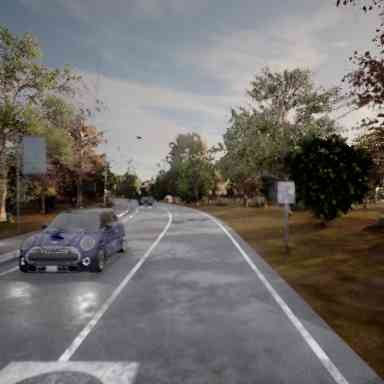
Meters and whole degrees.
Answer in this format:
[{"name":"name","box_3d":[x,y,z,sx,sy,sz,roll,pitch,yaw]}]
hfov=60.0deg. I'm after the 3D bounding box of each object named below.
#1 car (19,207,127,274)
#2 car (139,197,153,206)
[{"name":"car","box_3d":[-3.515,1.343,10.620,2.097,1.767,4.553,0,0,0]},{"name":"car","box_3d":[-7.140,1.472,51.364,1.994,1.385,4.181,1,0,-13]}]
